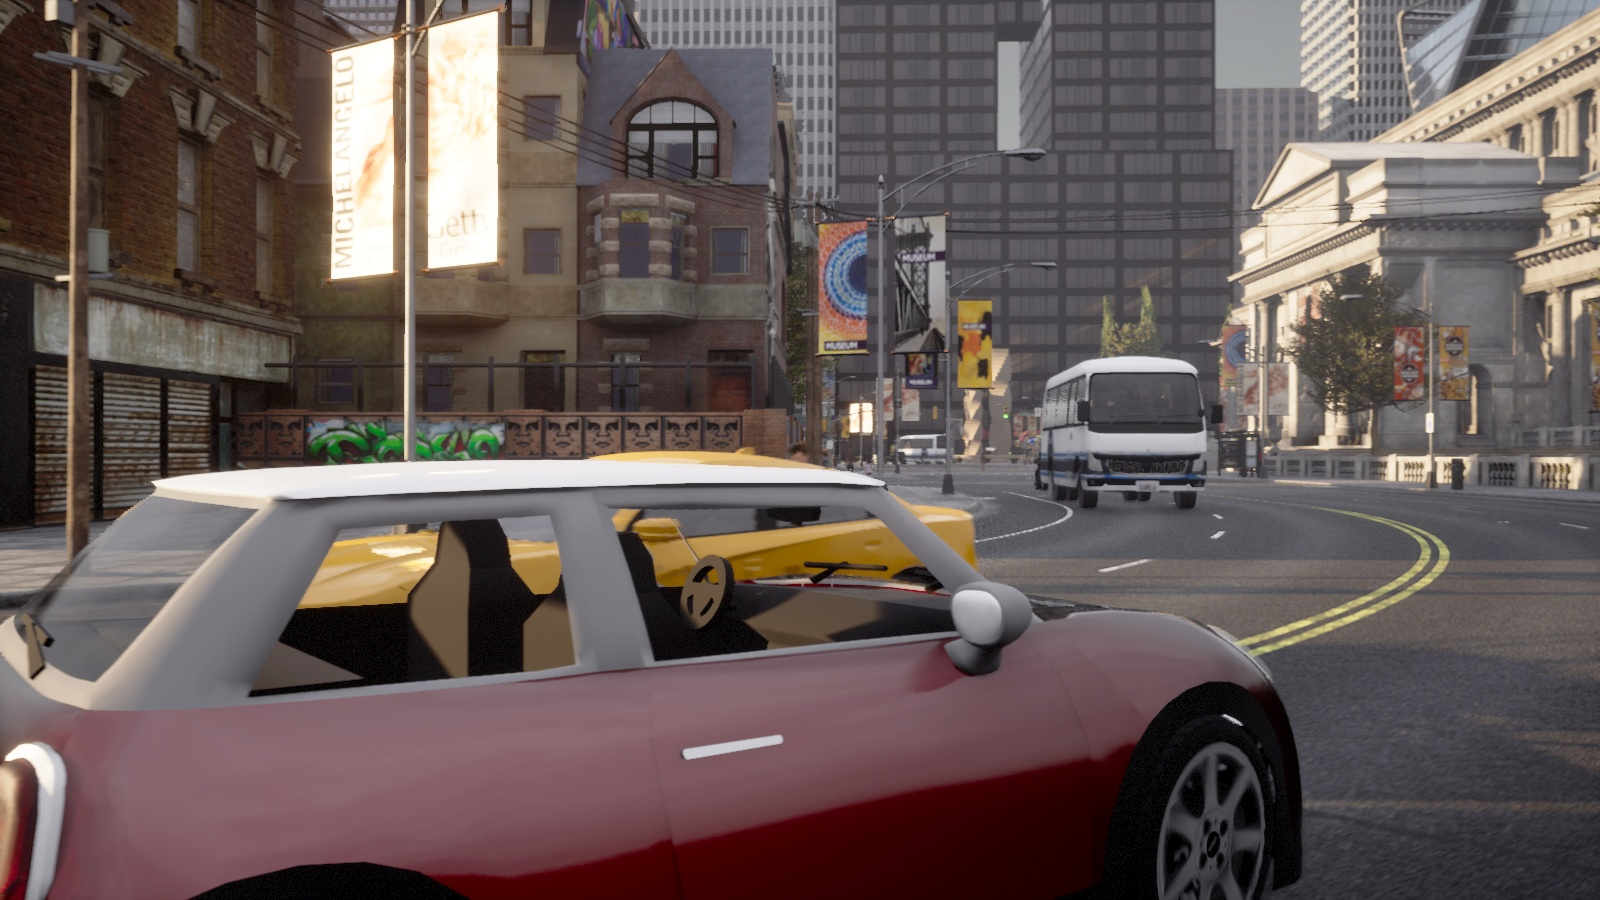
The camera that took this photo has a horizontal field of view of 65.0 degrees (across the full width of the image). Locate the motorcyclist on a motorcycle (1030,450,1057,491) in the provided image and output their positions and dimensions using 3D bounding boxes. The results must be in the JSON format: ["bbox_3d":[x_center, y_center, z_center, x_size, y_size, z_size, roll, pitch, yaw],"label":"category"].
[{"bbox_3d":[10.078,0.836,52.011,0.766,1.649,2.350,0,0,2],"label":"motorcyclist on a motorcycle"}]

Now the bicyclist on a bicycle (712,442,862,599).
[{"bbox_3d":[-0.126,0.726,13.716,0.866,1.612,1.509,-1,-1,39],"label":"bicyclist on a bicycle"}]

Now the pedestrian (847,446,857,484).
[{"bbox_3d":[2.548,0.744,61.703,0.331,1.846,0.634,0,0,16],"label":"pedestrian"}]

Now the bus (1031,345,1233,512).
[{"bbox_3d":[9.445,-0.536,37.322,3.944,4.253,10.273,0,0,4],"label":"bus"}]

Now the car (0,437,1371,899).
[{"bbox_3d":[-0.293,0.723,3.612,3.806,1.475,1.970,0,0,-38],"label":"car"}]

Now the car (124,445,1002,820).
[{"bbox_3d":[-1.045,0.750,7.573,5.008,1.535,1.882,0,0,-45],"label":"car"}]
